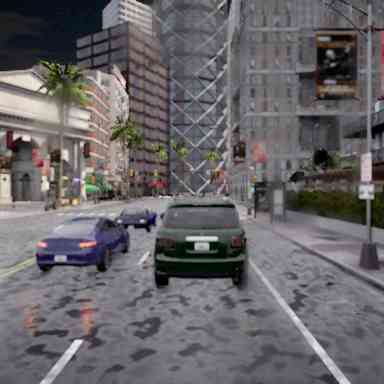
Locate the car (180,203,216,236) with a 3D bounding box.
[{"bbox_3d":[0.335,1.463,19.370,1.837,1.490,4.892,0,0,1],"label":"car"}]

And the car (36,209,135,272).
[{"bbox_3d":[-3.264,1.503,10.649,1.812,1.442,4.674,0,0,1],"label":"car"}]

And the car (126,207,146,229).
[{"bbox_3d":[-3.163,1.558,19.648,1.895,1.301,4.718,0,0,1],"label":"car"}]

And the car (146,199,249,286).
[{"bbox_3d":[0.218,1.200,9.463,2.150,2.045,5.566,0,0,0],"label":"car"}]
